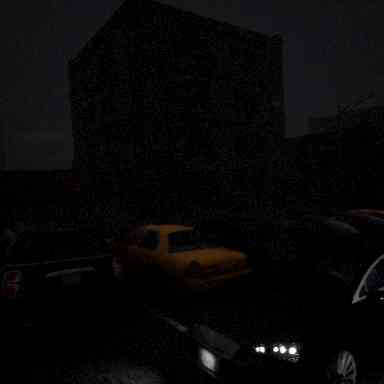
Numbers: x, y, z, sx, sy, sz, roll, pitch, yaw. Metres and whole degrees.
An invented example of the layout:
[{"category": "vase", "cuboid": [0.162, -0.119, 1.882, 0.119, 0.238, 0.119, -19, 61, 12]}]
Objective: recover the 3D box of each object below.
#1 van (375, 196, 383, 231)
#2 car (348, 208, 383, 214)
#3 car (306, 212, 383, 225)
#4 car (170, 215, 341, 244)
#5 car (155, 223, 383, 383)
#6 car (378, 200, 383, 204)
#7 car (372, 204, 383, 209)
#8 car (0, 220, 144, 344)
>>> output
[{"category": "van", "cuboid": [12.764, 1.253, 18.249, 1.878, 1.987, 4.442, 0, 0, -35]}, {"category": "car", "cuboid": [6.017, 1.519, 13.290, 2.002, 1.452, 4.674, 0, 0, -35]}, {"category": "car", "cuboid": [3.846, 1.519, 11.741, 2.002, 1.452, 4.674, 0, 0, -35]}, {"category": "car", "cuboid": [1.590, 1.509, 10.101, 2.163, 1.488, 4.792, 0, 0, -36]}, {"category": "car", "cuboid": [2.167, 1.491, 4.918, 4.902, 1.511, 2.128, 0, 0, -35]}, {"category": "car", "cuboid": [10.543, 1.227, 16.557, 2.435, 2.045, 5.566, 0, 0, -35]}, {"category": "car", "cuboid": [8.497, 1.476, 14.835, 1.946, 1.575, 5.366, 0, 0, -36]}, {"category": "car", "cuboid": [-3.058, 1.354, 6.783, 2.185, 1.767, 4.553, 0, 0, -35]}]
